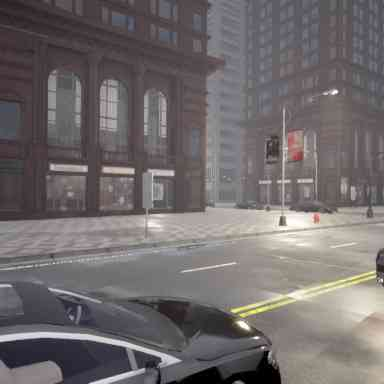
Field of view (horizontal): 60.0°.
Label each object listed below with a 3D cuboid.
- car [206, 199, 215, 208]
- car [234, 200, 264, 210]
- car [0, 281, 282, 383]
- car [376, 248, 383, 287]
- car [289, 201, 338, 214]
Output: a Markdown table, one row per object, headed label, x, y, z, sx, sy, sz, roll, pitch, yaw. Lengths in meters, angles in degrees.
| label | x | y | z | sx | sy | sz | roll | pitch | yaw |
| --- | --- | --- | --- | --- | --- | --- | --- | --- | --- |
| car | 1.690 | 1.746 | 53.780 | 1.882 | 1.535 | 5.008 | 1 | -1 | -35 |
| car | 7.720 | 1.785 | 45.289 | 1.994 | 1.385 | 4.181 | 1 | -1 | -35 |
| car | -1.387 | 1.492 | 2.450 | 4.902 | 1.511 | 2.128 | 0 | 0 | -36 |
| car | 6.227 | 1.515 | 7.874 | 4.892 | 1.490 | 1.837 | 0 | 0 | -35 |
| car | 13.478 | 1.723 | 37.188 | 2.033 | 1.411 | 5.357 | 1 | -1 | -35 |
